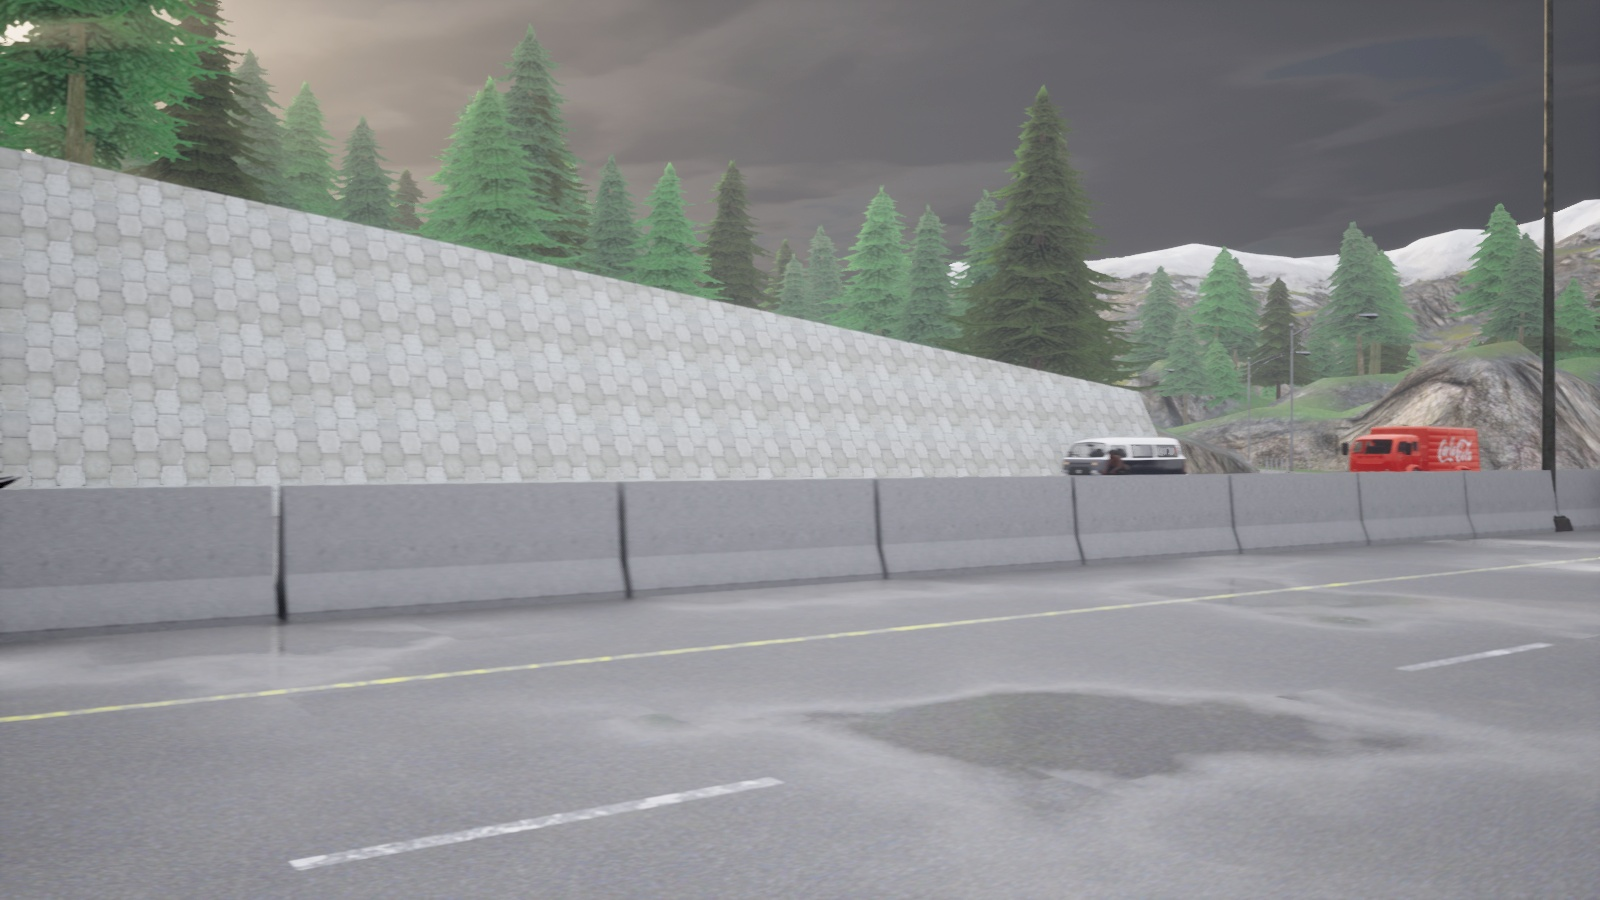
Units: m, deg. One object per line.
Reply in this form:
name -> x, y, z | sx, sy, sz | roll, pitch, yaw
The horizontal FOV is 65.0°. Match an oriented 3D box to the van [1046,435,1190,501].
van -> 10.337, 0.546, 40.704 | 4.480, 2.038, 2.069 | 0, 0, -35

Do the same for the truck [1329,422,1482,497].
truck -> 21.271, 0.322, 44.052 | 5.204, 2.467, 2.627 | 0, 0, -35
